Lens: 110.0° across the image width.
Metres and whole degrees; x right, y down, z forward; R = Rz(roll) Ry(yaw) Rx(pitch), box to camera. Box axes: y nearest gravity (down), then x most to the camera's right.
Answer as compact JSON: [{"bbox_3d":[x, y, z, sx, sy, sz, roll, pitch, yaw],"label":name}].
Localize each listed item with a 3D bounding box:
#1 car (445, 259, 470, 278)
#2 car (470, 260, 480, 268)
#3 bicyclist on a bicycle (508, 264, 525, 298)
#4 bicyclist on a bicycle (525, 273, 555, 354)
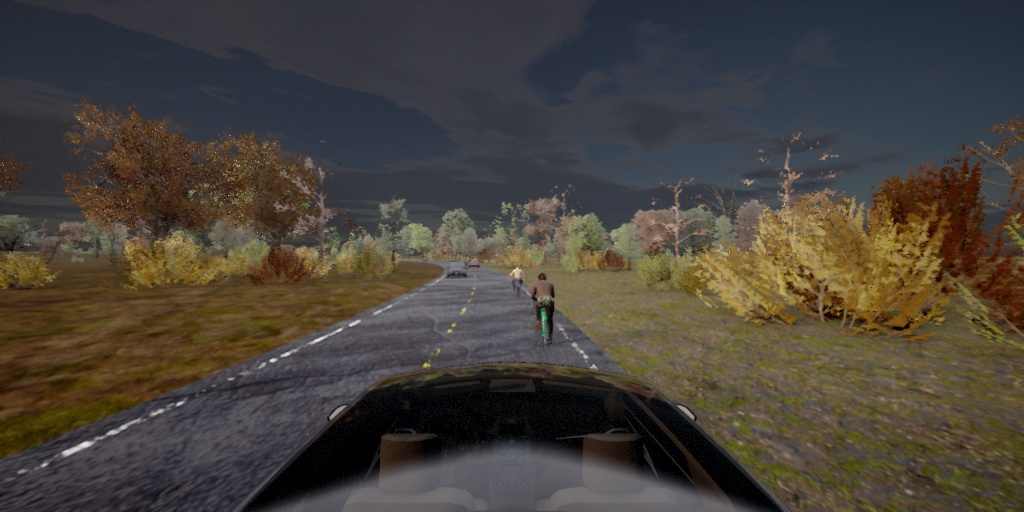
[{"bbox_3d":[-5.081,1.255,33.416,1.837,1.490,4.892,0,0,-7],"label":"car"},{"bbox_3d":[-6.863,1.306,62.954,1.994,1.385,4.181,0,0,-12],"label":"car"},{"bbox_3d":[0.264,1.186,17.554,0.866,1.612,1.509,0,0,-3],"label":"bicyclist on a bicycle"},{"bbox_3d":[0.690,1.201,7.803,0.582,1.620,1.656,0,0,-2],"label":"bicyclist on a bicycle"}]
